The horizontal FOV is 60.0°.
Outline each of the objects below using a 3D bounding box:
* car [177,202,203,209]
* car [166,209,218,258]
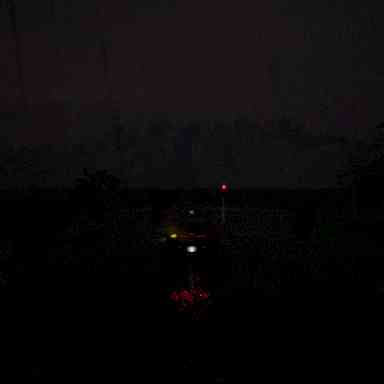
[{"bbox_3d":[-0.151,1.663,28.387,2.097,1.767,4.553,0,-1,-3],"label":"car"},{"bbox_3d":[0.006,1.656,13.472,1.837,1.490,4.892,0,0,0],"label":"car"}]
